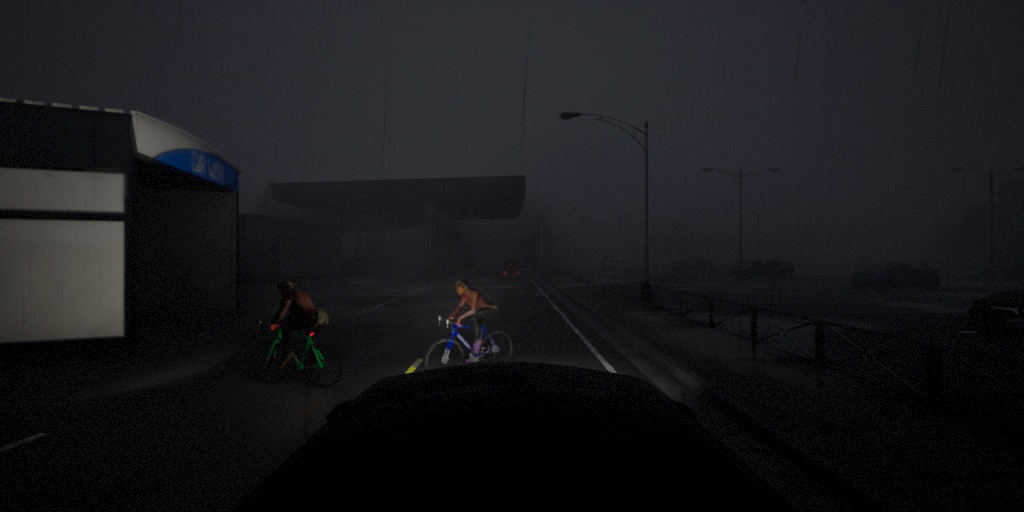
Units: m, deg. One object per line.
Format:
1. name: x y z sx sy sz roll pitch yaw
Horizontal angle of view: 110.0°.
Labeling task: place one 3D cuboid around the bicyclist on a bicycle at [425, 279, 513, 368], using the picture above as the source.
1. bicyclist on a bicycle: -0.693 1.201 6.080 1.656 1.620 0.582 -2 1 -32

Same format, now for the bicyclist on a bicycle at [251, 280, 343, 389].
1. bicyclist on a bicycle: -3.317 1.202 5.498 1.656 1.620 0.582 -1 0 12

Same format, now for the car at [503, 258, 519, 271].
1. car: -0.114 1.094 48.200 2.097 1.767 4.553 0 0 0
